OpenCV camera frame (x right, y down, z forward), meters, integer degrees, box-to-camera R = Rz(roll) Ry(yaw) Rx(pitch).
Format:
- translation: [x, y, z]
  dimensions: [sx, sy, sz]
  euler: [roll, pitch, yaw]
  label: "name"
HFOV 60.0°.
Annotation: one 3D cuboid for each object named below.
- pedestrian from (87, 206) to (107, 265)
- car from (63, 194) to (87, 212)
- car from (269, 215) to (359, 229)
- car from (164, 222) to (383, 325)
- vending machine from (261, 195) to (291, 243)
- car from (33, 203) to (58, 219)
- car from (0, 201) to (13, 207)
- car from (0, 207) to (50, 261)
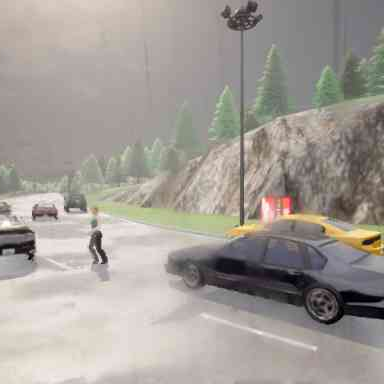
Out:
- translation: [-2.912, 1.294, 10.107]
  dimensions: [0.375, 1.860, 0.375]
  euler: [0, 0, -43]
  label: "pedestrian"
- translation: [-13.634, 1.218, 38.699]
  dimensions: [2.150, 2.045, 5.566]
  euler: [0, 0, -25]
  label: "car"
- translation: [3.338, 1.477, 10.747]
  dimensions: [5.008, 1.535, 1.882]
  euler: [0, 0, 41]
  label: "car"
- translation: [1.810, 1.547, 7.196]
  dimensions: [5.357, 1.411, 2.033]
  euler: [0, 0, 42]
  label: "car"
- translation: [3.882, 1.195, 15.396]
  dimensions: [1.100, 2.100, 0.880]
  euler: [0, 0, -44]
  label: "vending machine"
- translation: [-12.706, 1.601, 28.618]
  dimensions: [1.895, 1.301, 4.718]
  euler: [0, 0, -26]
  label: "car"
- translation: [-16.432, 1.526, 28.310]
  dimensions: [1.812, 1.442, 4.674]
  euler: [0, 0, -26]
  label: "car"
- translation: [-6.804, 1.491, 11.434]
  dimensions: [2.128, 1.511, 4.902]
  euler: [0, 0, -39]
  label: "car"
